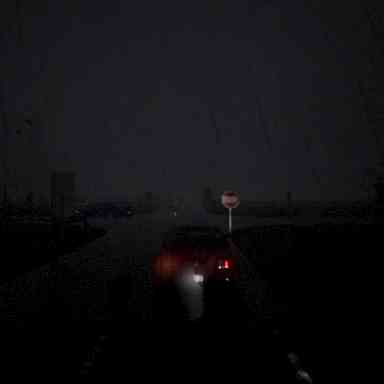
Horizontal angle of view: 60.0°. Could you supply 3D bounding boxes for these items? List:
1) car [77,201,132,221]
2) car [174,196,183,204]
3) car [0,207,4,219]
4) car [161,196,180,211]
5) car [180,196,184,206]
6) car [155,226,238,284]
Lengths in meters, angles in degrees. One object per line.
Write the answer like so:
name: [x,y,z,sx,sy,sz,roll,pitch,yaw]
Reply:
car: [-7.377,1.518,27.959,5.008,1.535,1.882,0,-1,25]
car: [-2.742,1.571,68.616,1.837,1.490,4.892,0,0,0]
car: [-17.086,1.366,25.921,4.553,1.767,2.097,0,0,0]
car: [-2.812,1.553,42.404,1.882,1.535,5.008,0,0,-1]
car: [-2.816,1.554,54.531,1.882,1.535,5.008,0,0,0]
car: [0.099,1.627,9.578,1.895,1.301,4.718,0,0,0]
